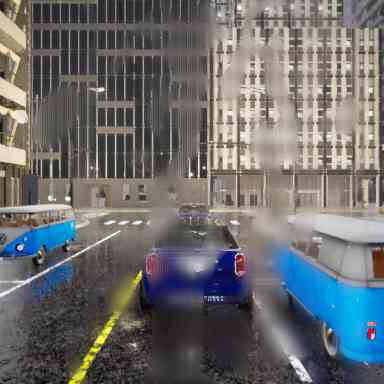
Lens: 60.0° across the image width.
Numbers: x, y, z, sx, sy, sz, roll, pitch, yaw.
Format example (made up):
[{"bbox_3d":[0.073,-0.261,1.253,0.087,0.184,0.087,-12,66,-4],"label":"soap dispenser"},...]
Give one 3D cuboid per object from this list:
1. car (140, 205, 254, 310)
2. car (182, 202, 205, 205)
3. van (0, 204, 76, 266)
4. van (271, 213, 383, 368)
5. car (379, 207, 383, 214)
[{"bbox_3d":[0.085,1.354,7.988,2.097,1.767,4.553,0,0,0],"label":"car"},{"bbox_3d":[0.088,1.359,18.015,2.097,1.767,4.553,0,0,0],"label":"car"},{"bbox_3d":[-5.333,1.345,11.283,1.690,1.788,3.998,0,0,0],"label":"van"},{"bbox_3d":[2.559,1.343,5.615,1.690,1.788,3.998,0,0,0],"label":"van"},{"bbox_3d":[18.984,1.490,29.035,4.829,1.417,1.752,0,0,0],"label":"car"}]
